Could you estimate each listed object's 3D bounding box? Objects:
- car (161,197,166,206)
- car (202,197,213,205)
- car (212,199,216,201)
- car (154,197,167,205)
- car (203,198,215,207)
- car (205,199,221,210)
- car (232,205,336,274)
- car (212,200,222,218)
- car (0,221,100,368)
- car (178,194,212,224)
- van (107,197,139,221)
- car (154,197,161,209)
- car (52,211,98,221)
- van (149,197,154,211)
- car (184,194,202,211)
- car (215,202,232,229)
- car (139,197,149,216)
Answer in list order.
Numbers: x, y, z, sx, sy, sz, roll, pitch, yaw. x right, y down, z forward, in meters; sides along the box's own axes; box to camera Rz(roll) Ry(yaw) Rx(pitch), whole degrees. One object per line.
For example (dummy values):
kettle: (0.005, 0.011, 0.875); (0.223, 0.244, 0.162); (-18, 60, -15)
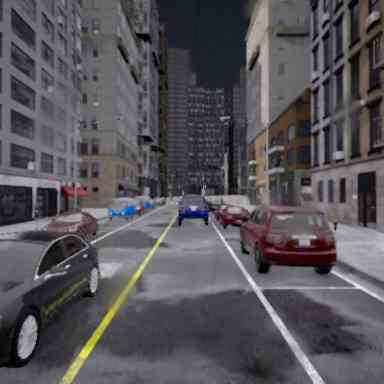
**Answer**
car: (-5.757, 1.645, 55.469); (2.008, 1.369, 4.403); (1, 0, 0)
car: (2.768, 1.646, 61.078); (1.887, 1.381, 4.507); (1, 0, 0)
car: (2.770, 1.637, 38.640); (1.947, 1.339, 4.313); (1, 0, 0)
car: (-5.757, 1.646, 61.078); (1.887, 1.381, 4.507); (1, 0, 0)
car: (2.768, 1.677, 55.468); (1.802, 1.307, 4.206); (1, 0, 0)
car: (2.769, 1.624, 44.250); (1.887, 1.381, 4.507); (1, 0, 0)
car: (2.775, 1.337, 10.594); (2.192, 1.841, 5.009); (1, 0, 0)
car: (2.770, 1.635, 27.422); (1.802, 1.307, 4.206); (1, 0, 0)
car: (-3.044, 1.518, 5.868); (1.837, 1.490, 4.892); (0, 0, 1)
car: (0.098, 1.269, 25.195); (2.150, 2.045, 5.566); (0, 0, 0)
van: (-5.752, 1.394, 27.423); (1.690, 1.788, 3.998); (1, 0, 0)
car: (-5.756, 1.630, 44.250); (2.008, 1.369, 4.403); (1, 0, 0)
car: (-5.755, 1.614, 16.202); (1.802, 1.307, 4.206); (1, 0, 0)
van: (-5.753, 1.412, 38.641); (1.690, 1.788, 3.998); (1, 0, 0)
car: (0.097, 1.300, 43.746); (2.150, 2.045, 5.566); (0, 0, 0)
car: (2.771, 1.588, 21.812); (1.887, 1.381, 4.507); (1, 0, 0)
car: (-5.754, 1.503, 33.032); (1.967, 1.590, 4.097); (1, 0, 0)
